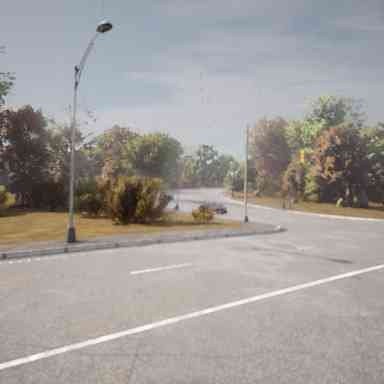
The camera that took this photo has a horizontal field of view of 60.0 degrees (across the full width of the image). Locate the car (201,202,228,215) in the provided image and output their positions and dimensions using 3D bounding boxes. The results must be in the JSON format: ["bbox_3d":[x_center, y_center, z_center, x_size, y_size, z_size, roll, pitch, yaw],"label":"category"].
[{"bbox_3d":[2.395,1.789,37.684,1.994,1.385,4.181,2,0,-21],"label":"car"}]

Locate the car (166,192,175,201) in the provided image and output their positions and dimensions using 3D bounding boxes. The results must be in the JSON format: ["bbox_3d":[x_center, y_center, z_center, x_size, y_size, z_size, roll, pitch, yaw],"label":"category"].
[{"bbox_3d":[-4.340,0.767,61.598,1.882,1.535,5.008,2,3,-8],"label":"car"}]
